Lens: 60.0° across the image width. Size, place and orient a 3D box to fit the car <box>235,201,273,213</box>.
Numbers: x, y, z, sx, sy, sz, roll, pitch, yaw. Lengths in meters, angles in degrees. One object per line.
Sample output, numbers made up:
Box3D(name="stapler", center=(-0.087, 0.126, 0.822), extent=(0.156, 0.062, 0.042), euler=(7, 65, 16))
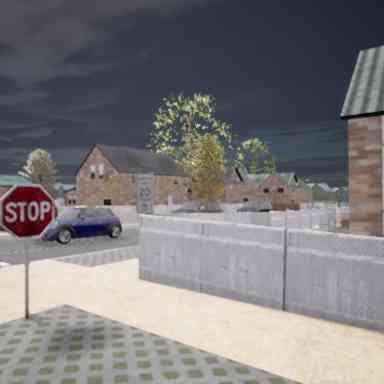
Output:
Box3D(name="car", center=(6.587, 1.940, 34.626), extent=(2.150, 2.045, 5.566), euler=(-1, -2, 36))

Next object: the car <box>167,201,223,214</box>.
Box3D(name="car", center=(0.337, 1.694, 25.849), extent=(2.150, 2.045, 5.566), euler=(-1, -2, 35))

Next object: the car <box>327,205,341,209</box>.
Box3D(name="car", center=(22.217, 2.689, 51.534), extent=(1.882, 1.535, 5.008), euler=(-1, -2, 35))

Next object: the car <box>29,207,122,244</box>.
Box3D(name="car", center=(-5.873, 1.584, 17.199), extent=(2.097, 1.767, 4.553), euler=(-1, -2, 37))
